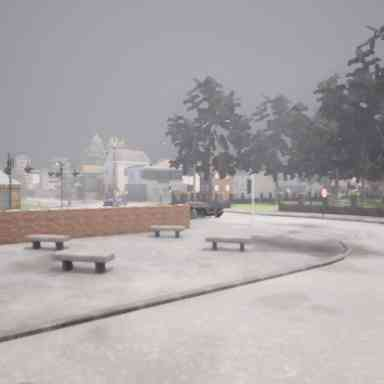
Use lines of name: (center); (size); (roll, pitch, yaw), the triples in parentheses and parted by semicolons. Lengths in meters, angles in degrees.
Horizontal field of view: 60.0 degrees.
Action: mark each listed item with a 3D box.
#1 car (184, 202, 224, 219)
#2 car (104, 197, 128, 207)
car: (0.584, 1.487, 28.028); (1.895, 1.301, 4.718); (0, 0, -35)
car: (-9.864, 1.413, 42.858); (1.812, 1.442, 4.674); (0, 0, -35)
